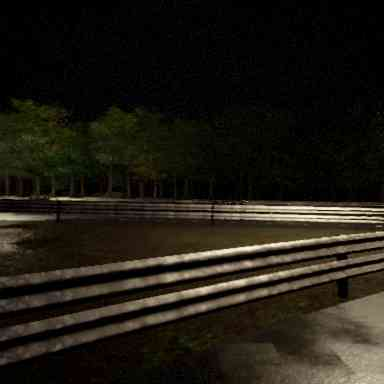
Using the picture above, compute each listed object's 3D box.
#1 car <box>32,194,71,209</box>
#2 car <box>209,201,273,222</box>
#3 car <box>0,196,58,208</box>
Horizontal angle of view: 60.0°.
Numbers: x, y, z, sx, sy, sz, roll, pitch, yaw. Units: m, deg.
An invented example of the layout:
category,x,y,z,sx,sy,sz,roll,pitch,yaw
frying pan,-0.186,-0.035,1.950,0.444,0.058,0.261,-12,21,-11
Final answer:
category,x,y,z,sx,sy,sz,roll,pitch,yaw
car,-15.113,1.072,35.075,4.553,1.767,2.097,1,-1,8
car,3.736,1.450,25.567,4.892,1.490,1.837,1,-1,7
car,-15.708,1.281,31.624,4.718,1.301,1.895,1,-1,8
